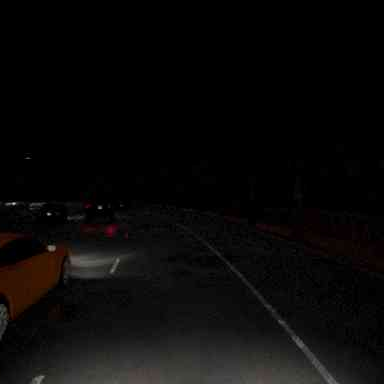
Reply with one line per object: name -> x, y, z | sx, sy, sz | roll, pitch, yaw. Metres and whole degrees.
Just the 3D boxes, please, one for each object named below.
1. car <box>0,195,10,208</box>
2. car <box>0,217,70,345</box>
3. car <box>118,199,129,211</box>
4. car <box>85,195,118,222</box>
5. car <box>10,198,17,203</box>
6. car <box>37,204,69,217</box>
car -> -25.400, 1.389, 43.224 | 2.150, 2.045, 5.566 | 0, 0, -26
car -> -3.816, 1.493, 6.207 | 1.882, 1.535, 5.008 | 0, 0, -4
car -> -9.276, 1.616, 41.912 | 1.994, 1.385, 4.181 | 0, 0, -23
car -> -7.494, 1.264, 27.067 | 2.150, 2.045, 5.566 | 0, 0, -16
car -> -43.170, 1.980, 79.873 | 1.895, 1.301, 4.718 | 0, -1, -26
car -> -10.738, 1.607, 25.798 | 2.033, 1.411, 5.357 | 0, 0, -16
